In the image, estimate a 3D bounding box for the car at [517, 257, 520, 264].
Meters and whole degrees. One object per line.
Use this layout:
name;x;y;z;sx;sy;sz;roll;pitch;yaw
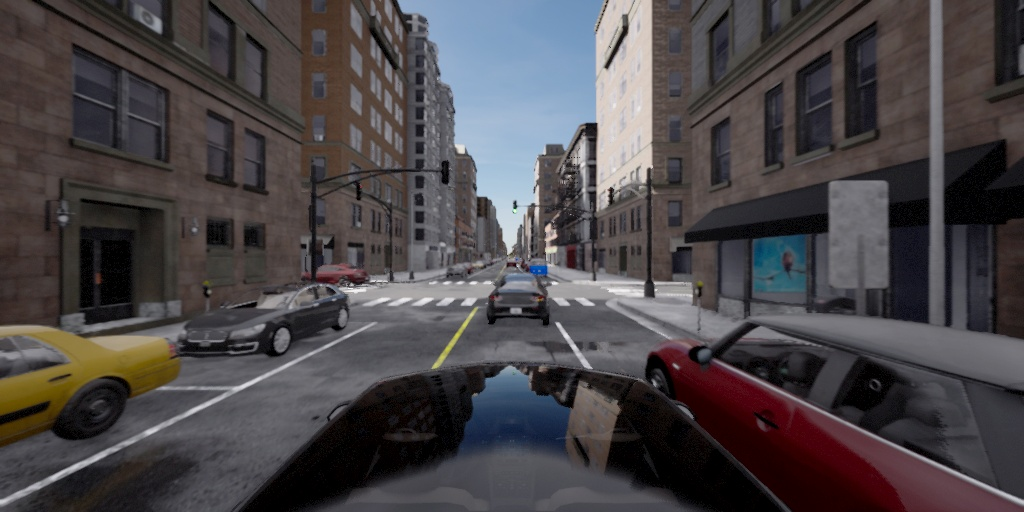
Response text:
car;2.581;1.238;63.986;2.192;1.841;5.009;0;0;0

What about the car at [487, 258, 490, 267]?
car;-5.444;1.490;63.973;1.948;1.339;4.313;0;0;0

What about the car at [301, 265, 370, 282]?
car;-11.706;1.277;23.385;4.674;1.442;1.812;0;-1;3

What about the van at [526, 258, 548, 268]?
van;2.607;1.189;35.579;1.690;1.789;3.998;0;0;0

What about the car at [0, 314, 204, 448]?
car;-5.387;1.279;2.793;1.751;1.417;4.829;0;0;0

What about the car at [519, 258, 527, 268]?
car;2.586;1.493;58.305;1.802;1.307;4.207;0;0;0

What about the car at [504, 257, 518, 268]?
car;-0.058;1.404;65.292;1.882;1.535;5.008;0;0;0

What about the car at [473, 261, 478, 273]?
car;-5.423;1.410;41.245;1.888;1.381;4.507;0;0;0

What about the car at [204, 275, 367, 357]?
car;-5.393;1.321;8.482;2.007;1.370;4.403;0;0;0

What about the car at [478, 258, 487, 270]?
car;-5.439;1.437;58.121;1.751;1.417;4.829;0;0;0

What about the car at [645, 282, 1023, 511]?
car;2.637;1.194;2.979;1.967;1.591;4.097;0;0;0

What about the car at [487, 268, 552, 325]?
car;0.328;1.306;11.865;1.812;1.442;4.674;0;0;5

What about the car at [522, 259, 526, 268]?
car;2.597;1.464;46.942;1.802;1.307;4.207;0;0;0

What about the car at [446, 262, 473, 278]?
car;-5.418;1.399;35.563;2.007;1.370;4.403;0;0;0
